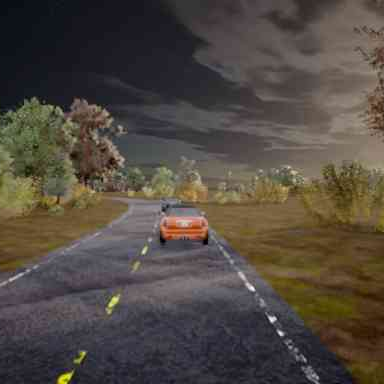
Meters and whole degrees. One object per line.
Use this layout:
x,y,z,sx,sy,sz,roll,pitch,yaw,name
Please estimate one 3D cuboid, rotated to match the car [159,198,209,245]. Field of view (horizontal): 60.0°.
-0.425,1.353,15.810,2.097,1.767,4.553,0,0,-3,car
